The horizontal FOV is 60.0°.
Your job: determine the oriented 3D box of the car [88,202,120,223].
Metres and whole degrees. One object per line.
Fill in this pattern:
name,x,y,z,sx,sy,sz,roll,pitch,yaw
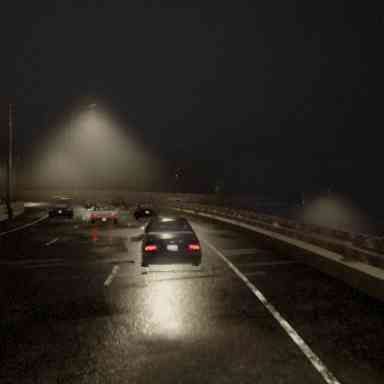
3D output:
car,-6.916,1.691,26.323,1.895,1.301,4.718,0,0,-14

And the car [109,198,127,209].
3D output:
car,-10.370,1.657,46.363,1.837,1.490,4.892,0,-1,-24

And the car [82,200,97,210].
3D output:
car,-13.958,1.765,45.865,1.895,1.301,4.718,0,0,-25

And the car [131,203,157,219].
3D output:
car,-4.274,1.654,29.690,1.994,1.385,4.181,0,0,-16

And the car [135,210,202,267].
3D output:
car,-0.809,1.580,11.650,2.033,1.411,5.357,0,0,-6

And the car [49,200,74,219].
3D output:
car,-11.930,1.681,30.556,1.994,1.385,4.181,0,0,-17
